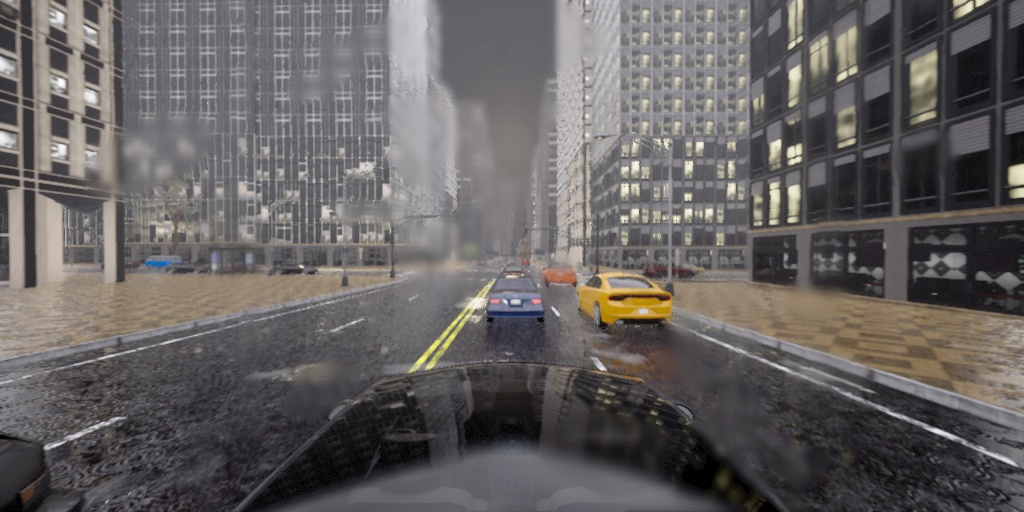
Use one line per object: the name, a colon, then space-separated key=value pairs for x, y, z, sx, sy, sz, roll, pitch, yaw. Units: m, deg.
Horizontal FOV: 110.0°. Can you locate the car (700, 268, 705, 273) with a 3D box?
car: x=21.789 y=1.645 z=45.477 sx=4.829 sy=1.417 sz=1.751 roll=0 pitch=0 yaw=1

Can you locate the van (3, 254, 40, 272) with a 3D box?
van: x=-51.153 y=0.903 z=38.403 sx=3.998 sy=1.789 sz=1.690 roll=0 pitch=0 yaw=1

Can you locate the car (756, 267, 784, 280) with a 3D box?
car: x=27.630 y=1.780 z=36.997 sx=4.829 sy=1.417 sz=1.751 roll=0 pitch=0 yaw=1

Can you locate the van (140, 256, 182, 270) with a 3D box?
van: x=-45.303 y=0.869 z=46.667 sx=3.998 sy=1.789 sz=1.690 roll=0 pitch=0 yaw=1

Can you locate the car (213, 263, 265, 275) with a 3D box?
car: x=-28.428 y=1.349 z=37.838 sx=4.207 sy=1.307 sz=1.802 roll=0 pitch=0 yaw=1

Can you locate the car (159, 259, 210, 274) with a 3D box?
car: x=-34.108 y=1.282 z=38.009 sx=4.313 sy=1.339 sz=1.948 roll=0 pitch=0 yaw=1

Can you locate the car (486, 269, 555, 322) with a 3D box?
car: x=0.101 y=1.357 z=12.618 sx=2.033 sy=1.411 sz=5.357 roll=0 pitch=0 yaw=0

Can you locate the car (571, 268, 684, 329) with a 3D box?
car: x=3.346 y=1.282 z=11.593 sx=1.882 sy=1.535 sz=5.008 roll=0 pitch=-1 yaw=0

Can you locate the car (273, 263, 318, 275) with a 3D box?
car: x=-22.744 y=1.384 z=37.706 sx=4.313 sy=1.339 sz=1.948 roll=0 pitch=0 yaw=1

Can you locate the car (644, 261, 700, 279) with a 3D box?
car: x=16.182 y=1.472 z=37.190 sx=5.009 sy=1.841 sz=2.192 roll=0 pitch=0 yaw=1

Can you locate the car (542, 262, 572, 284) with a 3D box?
car: x=3.341 y=1.233 z=26.026 sx=2.097 sy=1.767 sz=4.553 roll=0 pitch=0 yaw=0

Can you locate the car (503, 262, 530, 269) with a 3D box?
car: x=0.093 y=1.365 z=24.861 sx=2.128 sy=1.511 sz=4.902 roll=0 pitch=0 yaw=0
